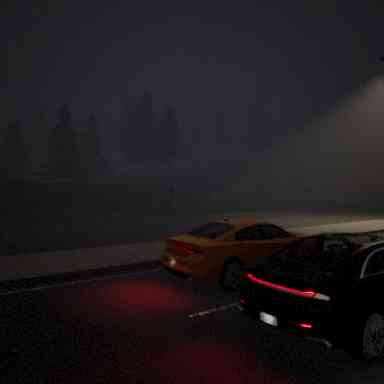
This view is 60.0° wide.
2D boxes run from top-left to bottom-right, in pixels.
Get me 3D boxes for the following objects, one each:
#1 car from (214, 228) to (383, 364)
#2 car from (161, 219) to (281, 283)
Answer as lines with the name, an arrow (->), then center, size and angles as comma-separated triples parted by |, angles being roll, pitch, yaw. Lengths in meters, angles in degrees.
car -> 2.998, 1.491, 5.884 | 4.902, 1.511, 2.128 | 0, 0, -36
car -> 1.565, 1.478, 9.161 | 5.008, 1.535, 1.882 | 0, 0, -36
